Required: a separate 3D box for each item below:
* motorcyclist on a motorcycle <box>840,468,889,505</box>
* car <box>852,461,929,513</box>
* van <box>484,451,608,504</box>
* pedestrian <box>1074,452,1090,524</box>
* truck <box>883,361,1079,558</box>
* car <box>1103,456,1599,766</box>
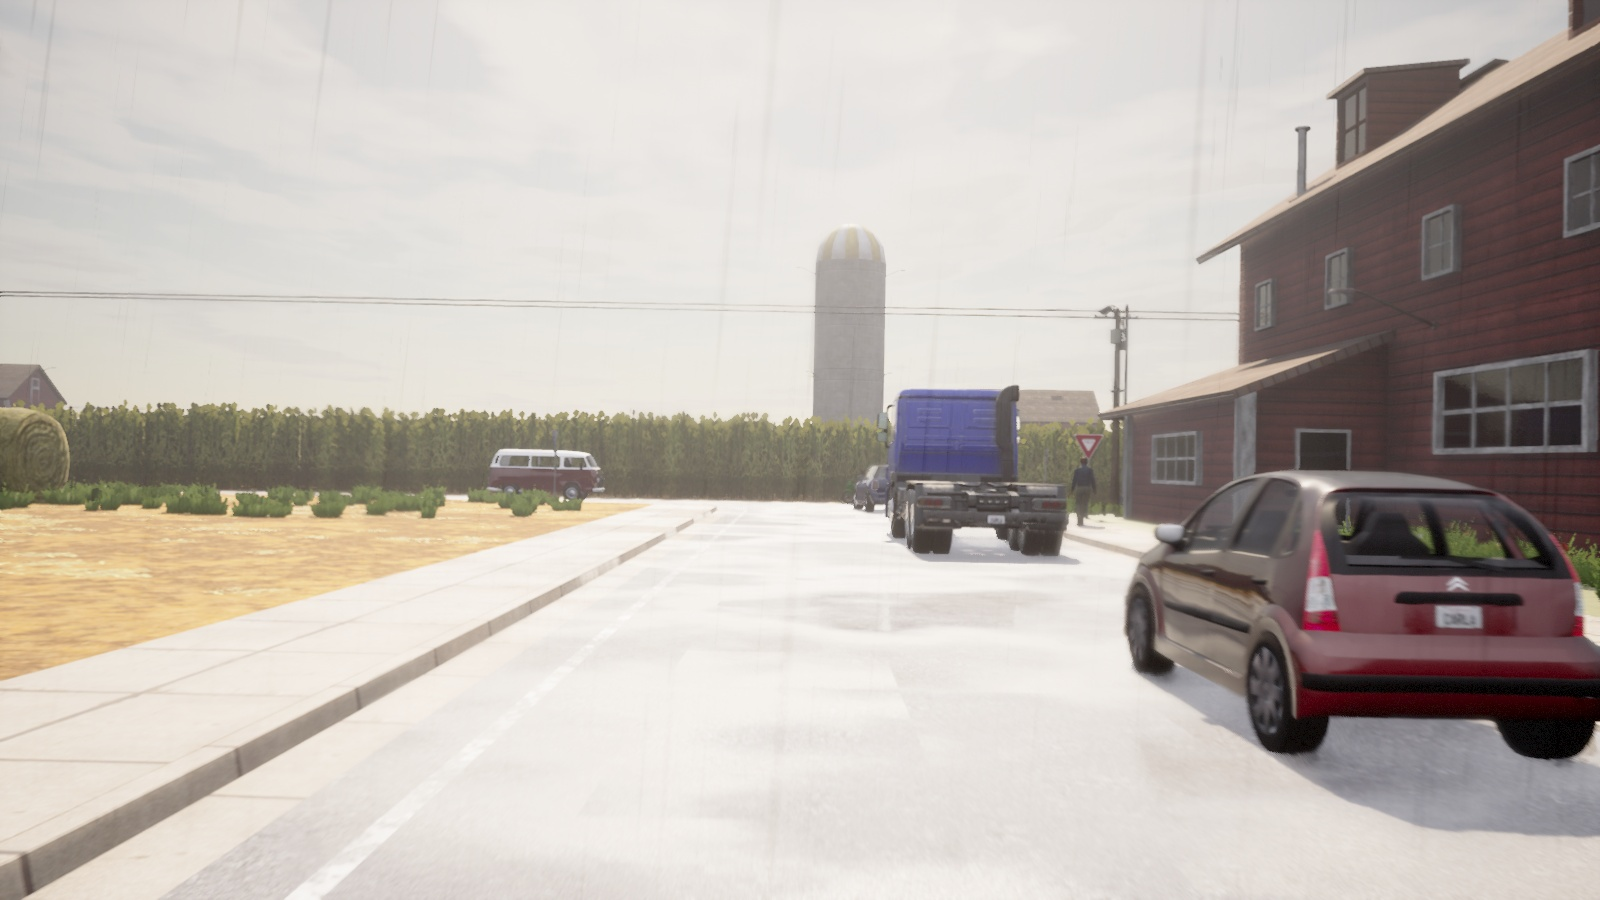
[{"bbox_3d":[2.728,1.539,53.343,2.044,1.523,0.797,1,-1,1],"label":"motorcyclist on a motorcycle"},{"bbox_3d":[3.219,1.304,45.649,2.097,1.767,4.553,1,-1,-5],"label":"car"},{"bbox_3d":[-10.067,1.090,50.015,4.480,2.038,2.069,1,-1,1],"label":"van"},{"bbox_3d":[7.345,0.986,32.688,0.370,1.835,0.726,1,-1,11],"label":"pedestrian"},{"bbox_3d":[3.474,0.215,26.188,2.891,3.462,7.936,1,-1,0],"label":"truck"},{"bbox_3d":[3.498,0.875,8.623,1.851,1.617,3.988,1,-1,0],"label":"car"}]
